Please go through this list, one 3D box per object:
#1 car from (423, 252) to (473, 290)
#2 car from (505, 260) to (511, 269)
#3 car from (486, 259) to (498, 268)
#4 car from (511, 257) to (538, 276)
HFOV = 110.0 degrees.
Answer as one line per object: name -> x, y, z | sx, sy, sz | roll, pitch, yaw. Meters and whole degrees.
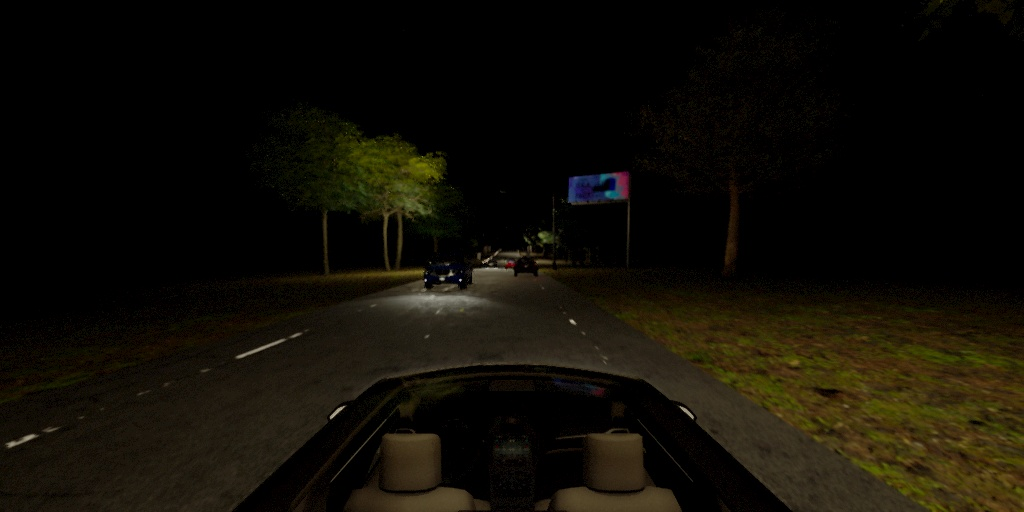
car -> -3.592, 0.801, 21.128 | 2.150, 2.045, 5.566 | 0, 0, 0
car -> 0.009, 1.238, 52.916 | 1.994, 1.385, 4.181 | 0, -1, 0
car -> -3.515, 1.293, 63.752 | 2.128, 1.511, 4.902 | 0, -1, 0
car -> 1.224, 0.907, 33.214 | 2.097, 1.767, 4.553 | 0, 0, 0
